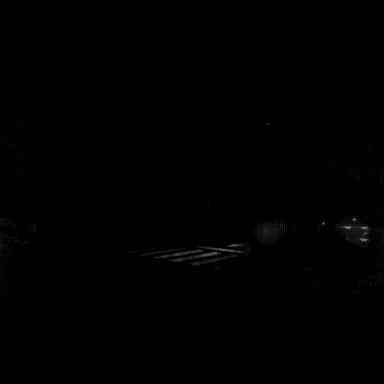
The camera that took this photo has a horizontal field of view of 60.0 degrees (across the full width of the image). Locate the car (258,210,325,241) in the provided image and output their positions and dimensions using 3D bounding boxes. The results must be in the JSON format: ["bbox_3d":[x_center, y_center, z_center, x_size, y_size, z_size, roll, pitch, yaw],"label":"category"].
[{"bbox_3d":[5.598,1.767,18.544,4.902,1.511,2.128,0,-2,-43],"label":"car"}]

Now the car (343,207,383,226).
[{"bbox_3d":[13.349,1.850,25.699,4.181,1.385,1.994,0,-2,-42],"label":"car"}]
